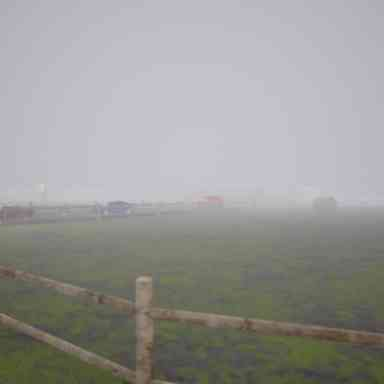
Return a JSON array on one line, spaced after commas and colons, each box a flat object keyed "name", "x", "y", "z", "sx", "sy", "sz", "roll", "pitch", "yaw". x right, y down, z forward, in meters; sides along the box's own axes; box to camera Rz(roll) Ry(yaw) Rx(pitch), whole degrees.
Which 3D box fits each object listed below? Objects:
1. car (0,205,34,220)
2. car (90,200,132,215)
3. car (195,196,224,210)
[{"name": "car", "x": -15.200, "y": 1.671, "z": 26.294, "sx": 1.895, "sy": 1.301, "sz": 4.718, "roll": 0, "pitch": 0, "yaw": 36}, {"name": "car", "x": -8.513, "y": 1.646, "z": 35.475, "sx": 1.882, "sy": 1.535, "sz": 5.008, "roll": 0, "pitch": 0, "yaw": 36}, {"name": "car", "x": 2.752, "y": 1.570, "z": 50.868, "sx": 2.150, "sy": 2.045, "sz": 5.566, "roll": 0, "pitch": -1, "yaw": 36}]
